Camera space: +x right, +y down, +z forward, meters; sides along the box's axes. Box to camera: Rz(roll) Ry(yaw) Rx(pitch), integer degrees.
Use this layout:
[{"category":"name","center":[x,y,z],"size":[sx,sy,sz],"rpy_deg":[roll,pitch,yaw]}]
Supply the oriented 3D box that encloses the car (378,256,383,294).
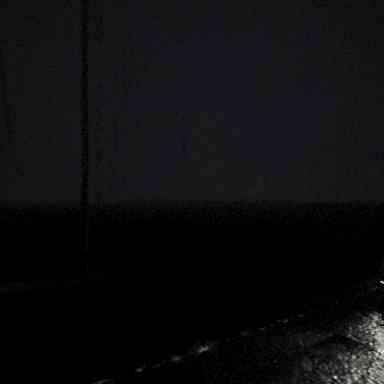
[{"category":"car","center":[5.980,1.463,7.334],"size":[4.902,1.511,2.128],"rpy_deg":[0,0,-35]}]
